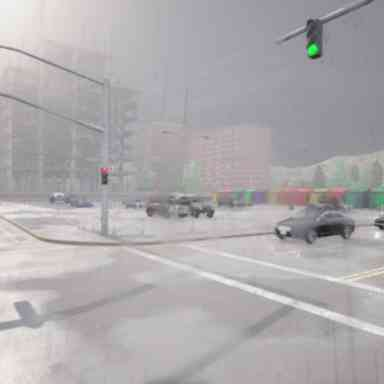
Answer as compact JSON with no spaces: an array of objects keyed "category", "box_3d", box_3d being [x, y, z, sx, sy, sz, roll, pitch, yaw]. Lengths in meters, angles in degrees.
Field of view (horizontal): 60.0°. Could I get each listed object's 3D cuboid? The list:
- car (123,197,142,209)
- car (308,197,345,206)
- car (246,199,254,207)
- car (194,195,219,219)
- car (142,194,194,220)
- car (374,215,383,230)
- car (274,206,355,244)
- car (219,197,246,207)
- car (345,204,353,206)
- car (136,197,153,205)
[{"category":"car","box_3d":[-7.515,1.613,45.803,1.970,1.475,3.806,1,0,-35]},{"category":"car","box_3d":[16.335,1.551,41.193,1.905,1.878,3.866,1,0,-35]},{"category":"car","box_3d":[8.701,1.792,57.152,1.784,1.438,3.905,1,0,-35]},{"category":"car","box_3d":[0.265,1.343,29.932,1.905,1.878,3.866,1,0,-35]},{"category":"car","box_3d":[-2.139,1.309,28.321,1.932,1.855,4.605,1,0,-35]},{"category":"car","box_3d":[14.392,1.808,22.253,5.357,1.411,2.033,1,0,-33]},{"category":"car","box_3d":[6.276,1.649,16.833,4.902,1.511,2.128,1,0,-34]},{"category":"car","box_3d":[6.291,1.550,55.549,1.932,1.855,4.605,1,0,-35]},{"category":"car","box_3d":[18.713,1.822,42.840,1.970,1.475,3.806,1,0,-35]},{"category":"car","box_3d":[-9.054,1.675,63.144,1.784,1.438,3.905,1,0,-35]}]
